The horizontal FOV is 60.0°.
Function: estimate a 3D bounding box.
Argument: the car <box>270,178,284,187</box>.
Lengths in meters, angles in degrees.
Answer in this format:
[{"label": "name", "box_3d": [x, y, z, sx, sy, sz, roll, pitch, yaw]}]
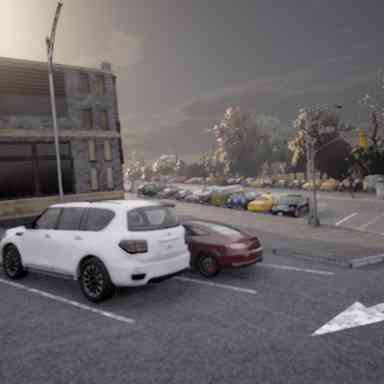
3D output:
[{"label": "car", "box_3d": [14.970, -1.321, 53.216, 2.002, 1.452, 4.674, 1, 5, 42]}]

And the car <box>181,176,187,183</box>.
[{"label": "car", "box_3d": [0.532, -2.800, 82.331, 5.366, 1.575, 1.946, -7, 6, -44]}]

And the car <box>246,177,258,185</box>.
[{"label": "car", "box_3d": [12.359, -1.630, 58.598, 1.946, 1.575, 5.366, 1, 5, 43]}]

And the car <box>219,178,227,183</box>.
[{"label": "car", "box_3d": [8.230, -1.967, 66.366, 2.163, 1.488, 4.792, 2, 6, 44]}]

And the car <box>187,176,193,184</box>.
[{"label": "car", "box_3d": [1.891, -2.672, 79.765, 4.892, 1.521, 2.231, -7, 6, -44]}]

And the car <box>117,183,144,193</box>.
[{"label": "car", "box_3d": [-12.420, -0.903, 67.515, 2.231, 1.521, 4.892, 1, 7, 45]}]

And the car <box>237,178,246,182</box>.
[{"label": "car", "box_3d": [10.909, -1.867, 61.107, 2.185, 1.767, 4.553, 2, 6, 43]}]

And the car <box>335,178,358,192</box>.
[{"label": "car", "box_3d": [20.603, -1.001, 42.788, 2.185, 1.767, 4.553, 1, 5, 41]}]

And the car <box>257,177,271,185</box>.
[{"label": "car", "box_3d": [13.567, -1.609, 55.804, 2.185, 1.767, 4.553, 1, 5, 43]}]

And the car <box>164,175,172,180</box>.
[{"label": "car", "box_3d": [-4.365, -3.359, 93.164, 5.366, 1.575, 1.946, -7, 6, -44]}]

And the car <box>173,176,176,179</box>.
[{"label": "car", "box_3d": [-1.806, -3.060, 87.854, 4.792, 1.488, 2.163, -7, 6, -44]}]

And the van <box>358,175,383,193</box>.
[{"label": "van", "box_3d": [22.001, -0.977, 40.138, 1.878, 1.987, 4.442, 1, 5, 41]}]

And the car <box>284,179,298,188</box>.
[{"label": "car", "box_3d": [16.364, -1.198, 50.607, 2.002, 1.452, 4.674, 1, 5, 42]}]

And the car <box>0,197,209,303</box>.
[{"label": "car", "box_3d": [-2.646, 1.245, 8.457, 5.566, 2.045, 2.435, -1, -1, 35]}]

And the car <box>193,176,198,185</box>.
[{"label": "car", "box_3d": [3.113, -2.659, 77.046, 4.553, 1.767, 2.185, -7, 5, -44]}]

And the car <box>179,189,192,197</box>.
[{"label": "car", "box_3d": [1.096, 0.437, 40.530, 2.002, 1.452, 4.674, 1, 7, 41]}]

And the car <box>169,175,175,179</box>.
[{"label": "car", "box_3d": [-2.991, -3.205, 90.610, 4.792, 1.488, 2.163, -7, 5, -44]}]

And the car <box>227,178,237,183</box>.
[{"label": "car", "box_3d": [9.554, -1.869, 63.737, 2.097, 1.535, 5.008, 1, 5, 44]}]

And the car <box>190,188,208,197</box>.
[{"label": "car", "box_3d": [2.521, 0.521, 37.870, 2.231, 1.521, 4.892, 0, 6, 41]}]

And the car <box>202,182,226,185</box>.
[{"label": "car", "box_3d": [3.383, -0.130, 46.371, 1.812, 1.442, 4.674, -6, 5, -28]}]

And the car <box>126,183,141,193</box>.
[{"label": "car", "box_3d": [-8.537, -0.498, 59.332, 2.097, 1.535, 5.008, 1, 7, 44]}]

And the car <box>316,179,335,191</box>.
[{"label": "car", "box_3d": [19.316, -1.015, 45.546, 1.946, 1.575, 5.366, 1, 5, 41]}]

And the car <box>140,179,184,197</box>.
[{"label": "car", "box_3d": [-4.514, -0.357, 51.227, 2.435, 2.045, 5.566, 0, 6, 43]}]

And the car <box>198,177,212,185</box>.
[{"label": "car", "box_3d": [4.389, -2.399, 74.389, 5.008, 1.535, 2.097, -7, 6, -45]}]

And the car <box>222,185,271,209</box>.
[{"label": "car", "box_3d": [5.423, 0.636, 32.560, 2.185, 1.767, 4.553, 0, 6, 41]}]

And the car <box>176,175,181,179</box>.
[{"label": "car", "box_3d": [-0.561, -3.204, 85.170, 5.566, 2.045, 2.435, -7, 5, -44]}]

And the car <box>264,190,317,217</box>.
[{"label": "car", "box_3d": [8.265, 1.039, 27.301, 2.163, 1.488, 4.792, 0, 6, 40]}]

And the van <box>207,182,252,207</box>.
[{"label": "van", "box_3d": [4.040, 0.402, 35.299, 1.878, 1.987, 4.442, 0, 6, 41]}]

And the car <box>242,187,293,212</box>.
[{"label": "car", "box_3d": [7.059, 0.851, 30.108, 1.946, 1.575, 5.366, 0, 6, 40]}]

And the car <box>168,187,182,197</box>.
[{"label": "car", "box_3d": [-0.336, 0.314, 43.192, 2.002, 1.452, 4.674, 0, 6, 42]}]

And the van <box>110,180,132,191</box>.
[{"label": "van", "box_3d": [-16.135, -1.558, 75.787, 4.442, 1.987, 1.878, -9, 6, -44]}]

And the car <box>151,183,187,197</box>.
[{"label": "car", "box_3d": [-3.128, 0.063, 48.538, 2.002, 1.452, 4.674, 1, 7, 43]}]

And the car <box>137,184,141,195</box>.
[{"label": "car", "box_3d": [-5.878, -0.233, 53.917, 2.097, 1.535, 5.008, 0, 6, 43]}]

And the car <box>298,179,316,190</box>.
[{"label": "car", "box_3d": [17.654, -1.105, 47.861, 1.946, 1.575, 5.366, 1, 6, 42]}]

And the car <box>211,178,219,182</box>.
[{"label": "car", "box_3d": [6.970, -2.105, 69.080, 2.163, 1.488, 4.792, 1, 5, 44]}]

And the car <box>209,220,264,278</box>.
[{"label": "car", "box_3d": [-0.142, 1.547, 10.168, 4.674, 1.452, 2.002, -1, -1, 35]}]

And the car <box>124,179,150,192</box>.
[{"label": "car", "box_3d": [-11.137, -0.894, 64.779, 2.185, 1.767, 4.553, 1, 7, 44]}]
